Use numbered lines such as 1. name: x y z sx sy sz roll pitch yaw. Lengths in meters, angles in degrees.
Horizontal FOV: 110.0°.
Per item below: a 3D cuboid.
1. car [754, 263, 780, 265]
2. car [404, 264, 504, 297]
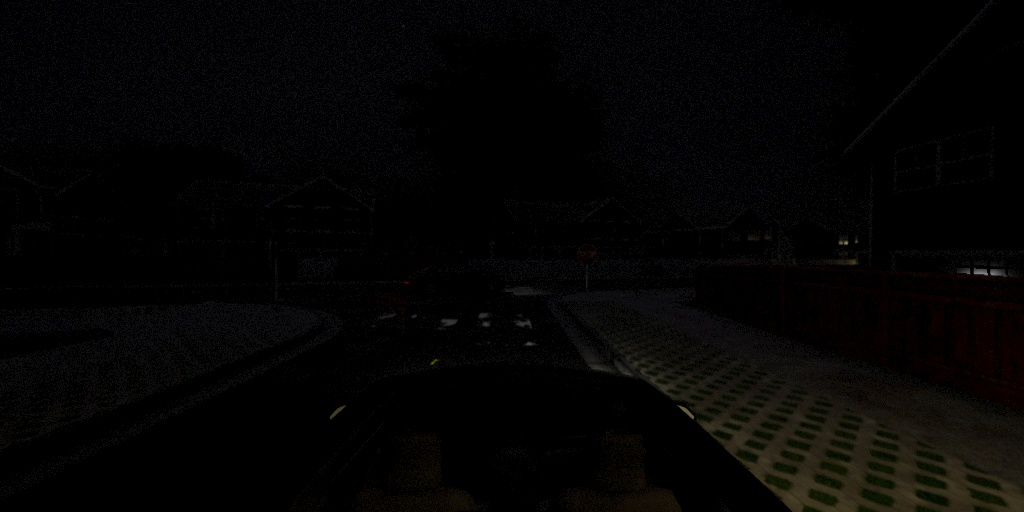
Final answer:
1. car: 17.649 1.220 24.531 4.674 1.442 1.812 0 1 -20
2. car: -2.670 1.077 16.979 4.674 1.442 1.812 0 1 -20
